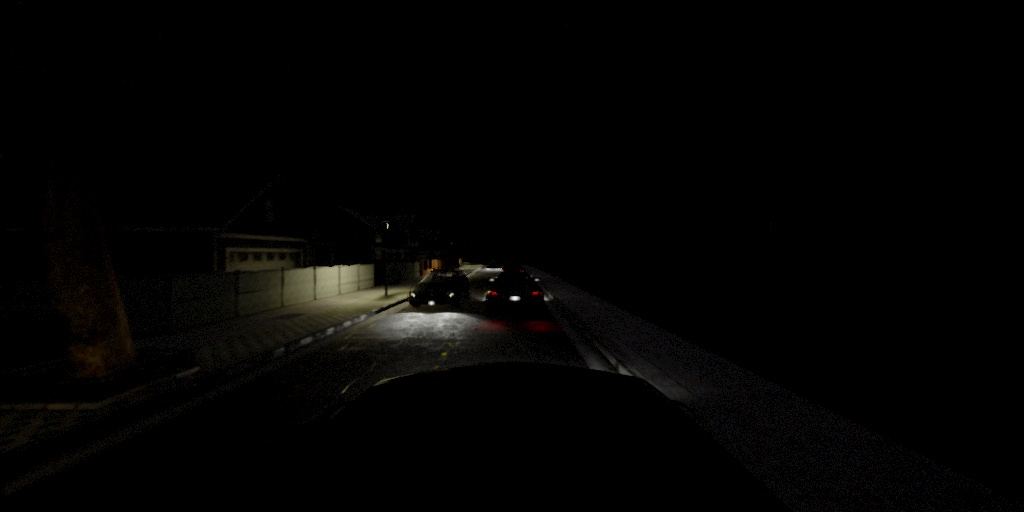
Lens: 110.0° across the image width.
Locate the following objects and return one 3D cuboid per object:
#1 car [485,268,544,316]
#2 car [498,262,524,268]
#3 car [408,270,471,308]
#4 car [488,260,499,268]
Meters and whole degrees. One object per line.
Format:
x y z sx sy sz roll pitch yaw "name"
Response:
0.093 1.309 13.335 1.994 1.385 4.181 0 0 0 "car"
0.085 1.301 29.655 1.994 1.385 4.181 0 0 0 "car"
-2.860 1.292 15.390 2.033 1.411 5.357 0 0 0 "car"
-2.914 1.321 58.025 1.895 1.301 4.718 0 0 -1 "car"
